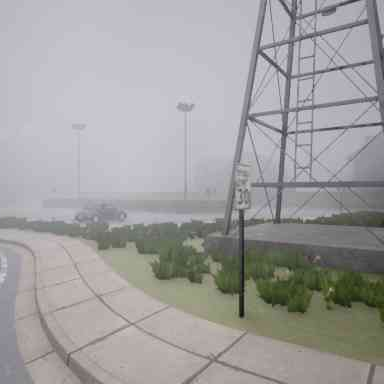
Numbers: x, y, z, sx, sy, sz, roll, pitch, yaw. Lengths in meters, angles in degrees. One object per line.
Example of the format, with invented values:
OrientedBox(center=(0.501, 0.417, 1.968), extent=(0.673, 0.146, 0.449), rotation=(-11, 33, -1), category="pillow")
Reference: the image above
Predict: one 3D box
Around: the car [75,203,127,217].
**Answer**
OrientedBox(center=(-6.759, 1.521, 25.007), extent=(1.784, 1.438, 3.905), rotation=(0, 0, 34), category="car")
